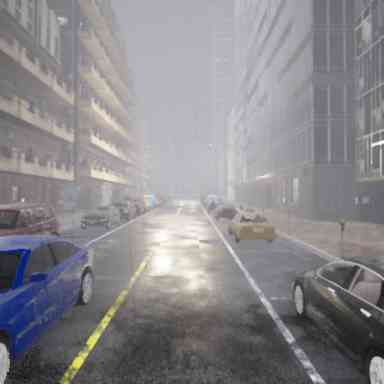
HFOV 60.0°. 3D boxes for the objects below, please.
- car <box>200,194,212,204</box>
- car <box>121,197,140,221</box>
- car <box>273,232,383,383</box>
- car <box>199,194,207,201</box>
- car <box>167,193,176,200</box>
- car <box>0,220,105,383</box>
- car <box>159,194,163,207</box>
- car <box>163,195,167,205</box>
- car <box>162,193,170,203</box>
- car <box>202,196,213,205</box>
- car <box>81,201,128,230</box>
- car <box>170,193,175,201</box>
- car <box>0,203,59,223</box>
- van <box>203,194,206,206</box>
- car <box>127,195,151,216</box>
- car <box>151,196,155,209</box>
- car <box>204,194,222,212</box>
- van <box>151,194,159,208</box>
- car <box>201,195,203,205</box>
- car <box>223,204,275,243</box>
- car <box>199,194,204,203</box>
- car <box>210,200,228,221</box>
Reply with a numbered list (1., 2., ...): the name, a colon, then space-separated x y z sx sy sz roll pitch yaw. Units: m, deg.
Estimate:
1. car: 2.687 1.265 65.582 2.192 1.841 5.009 1 0 0
2. car: -5.681 1.424 26.661 1.967 1.590 4.097 1 0 0
3. car: 2.704 1.548 4.555 2.008 1.369 4.403 1 0 0
4. car: 2.680 1.375 82.226 1.967 1.590 4.097 1 0 0
5. car: -5.669 1.240 93.221 2.192 1.841 5.009 1 0 0
6. car: -3.000 1.475 5.131 1.882 1.535 5.008 0 0 0
7. car: -5.658 1.492 48.677 1.752 1.417 4.829 1 0 0
8. car: -5.661 1.544 54.393 1.802 1.307 4.206 1 0 0
9. car: -5.658 1.272 59.940 2.192 1.841 5.009 1 0 0
10. car: 2.685 1.480 60.205 1.752 1.417 4.829 1 0 0
11. car: -5.681 1.538 21.114 2.008 1.369 4.403 1 0 0
12. car: -5.668 1.507 76.581 1.947 1.339 4.313 1 0 0
13. car: -5.673 1.310 10.020 2.192 1.841 5.009 1 0 0
14. van: 2.695 1.311 43.391 1.690 1.788 3.998 1 0 0
15. car: -5.684 1.295 32.207 2.192 1.841 5.009 1 0 0
16. car: -5.697 1.501 37.584 1.752 1.417 4.829 1 0 0
17. car: 2.695 1.414 37.843 1.967 1.590 4.097 1 0 0
18. van: -5.660 1.313 43.301 1.690 1.788 3.998 1 0 0
19. car: 2.688 1.531 48.939 1.947 1.339 4.313 1 0 0
20. car: 2.701 1.515 15.821 1.752 1.417 4.829 1 0 0
21. car: 2.689 1.400 54.487 1.967 1.590 4.097 1 0 0
22. car: 2.696 1.564 26.747 1.802 1.307 4.206 1 0 0
